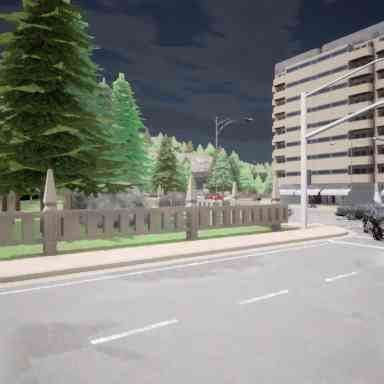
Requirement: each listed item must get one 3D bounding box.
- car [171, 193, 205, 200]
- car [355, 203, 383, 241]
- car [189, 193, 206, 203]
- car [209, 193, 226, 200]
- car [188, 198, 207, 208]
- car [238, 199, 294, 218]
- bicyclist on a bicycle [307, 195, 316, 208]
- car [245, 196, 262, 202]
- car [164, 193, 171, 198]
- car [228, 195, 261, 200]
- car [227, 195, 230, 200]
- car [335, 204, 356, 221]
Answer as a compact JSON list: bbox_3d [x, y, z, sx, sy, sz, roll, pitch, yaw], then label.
[{"bbox_3d":[-0.442,1.168,40.609,2.150,2.045,5.566,0,0,-20],"label":"car"},{"bbox_3d":[9.694,1.492,16.285,2.128,1.511,4.902,1,0,18],"label":"car"},{"bbox_3d":[1.073,1.156,65.980,2.150,2.045,5.566,0,0,14],"label":"car"},{"bbox_3d":[4.801,1.166,65.225,2.150,2.045,5.566,0,0,14],"label":"car"},{"bbox_3d":[0.759,1.545,49.030,1.895,1.301,4.718,0,0,-10],"label":"car"},{"bbox_3d":[6.318,1.545,28.324,1.895,1.301,4.718,0,0,-33],"label":"car"},{"bbox_3d":[15.306,1.245,42.449,1.656,1.620,0.582,0,0,-29],"label":"bicyclist on a bicycle"},{"bbox_3d":[14.303,1.540,77.284,1.895,1.301,4.718,0,0,40],"label":"car"},{"bbox_3d":[-3.242,1.168,53.404,2.150,2.045,5.566,0,0,-3],"label":"car"},{"bbox_3d":[6.258,1.422,34.993,1.882,1.535,5.008,0,0,-30],"label":"car"},{"bbox_3d":[9.239,1.492,67.906,2.033,1.411,5.357,0,0,20],"label":"car"},{"bbox_3d":[13.502,1.498,24.604,2.033,1.411,5.357,0,0,-42],"label":"car"}]
